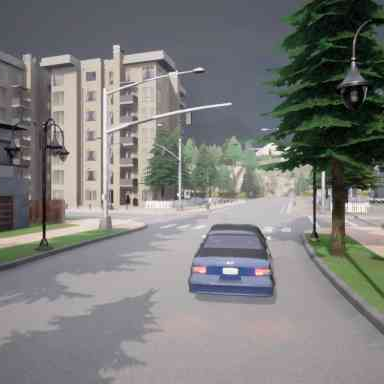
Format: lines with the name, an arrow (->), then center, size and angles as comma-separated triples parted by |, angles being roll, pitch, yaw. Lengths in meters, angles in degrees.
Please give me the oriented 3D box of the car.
car -> 1.131, 1.547, 8.790 | 2.033, 1.411, 5.357 | 0, 0, 9
